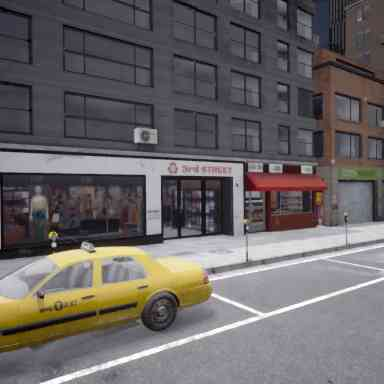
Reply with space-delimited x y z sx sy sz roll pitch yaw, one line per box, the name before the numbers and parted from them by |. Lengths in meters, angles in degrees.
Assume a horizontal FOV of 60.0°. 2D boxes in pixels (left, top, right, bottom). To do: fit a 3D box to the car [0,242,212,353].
car | -1.919 1.525 5.289 4.829 1.417 1.752 0 -1 -35
